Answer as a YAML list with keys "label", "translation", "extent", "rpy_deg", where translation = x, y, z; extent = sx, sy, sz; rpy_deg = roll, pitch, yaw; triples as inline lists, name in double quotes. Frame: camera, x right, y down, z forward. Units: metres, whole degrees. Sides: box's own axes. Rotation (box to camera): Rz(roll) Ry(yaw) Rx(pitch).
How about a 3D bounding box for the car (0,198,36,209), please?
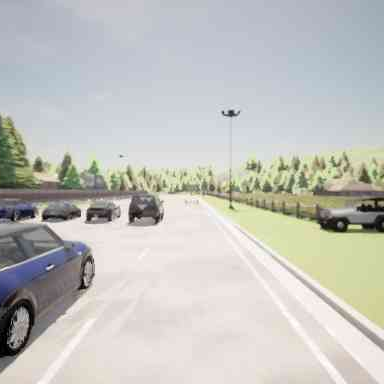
- label: "car"
  translation: [-13.898, 1.311, 25.955]
  extent: [2.097, 1.767, 4.553]
  rpy_deg: [0, 0, 0]

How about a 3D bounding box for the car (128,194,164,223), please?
- label: "car"
  translation: [-3.398, 1.182, 25.323]
  extent: [2.150, 2.045, 5.566]
  rpy_deg: [0, 0, 0]

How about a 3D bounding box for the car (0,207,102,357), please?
- label: "car"
  translation: [-3.400, 1.342, 6.182]
  extent: [2.097, 1.767, 4.553]
  rpy_deg: [0, 0, 0]

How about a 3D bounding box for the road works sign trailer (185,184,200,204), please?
- label: "road works sign trailer"
  translation: [0.005, 0.374, 58.806]
  extent: [2.380, 3.560, 2.880]
  rpy_deg: [0, 0, 0]

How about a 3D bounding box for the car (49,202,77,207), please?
- label: "car"
  translation: [-10.398, 1.522, 26.865]
  extent: [1.994, 1.385, 4.181]
  rpy_deg: [0, 0, 0]

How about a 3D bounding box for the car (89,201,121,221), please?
- label: "car"
  translation: [-6.898, 1.464, 26.290]
  extent: [1.837, 1.490, 4.892]
  rpy_deg: [0, 0, 0]

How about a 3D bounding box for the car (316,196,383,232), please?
- label: "car"
  translation: [8.923, 1.186, 18.010]
  extent: [3.866, 1.878, 1.905]
  rpy_deg: [0, 0, 0]
